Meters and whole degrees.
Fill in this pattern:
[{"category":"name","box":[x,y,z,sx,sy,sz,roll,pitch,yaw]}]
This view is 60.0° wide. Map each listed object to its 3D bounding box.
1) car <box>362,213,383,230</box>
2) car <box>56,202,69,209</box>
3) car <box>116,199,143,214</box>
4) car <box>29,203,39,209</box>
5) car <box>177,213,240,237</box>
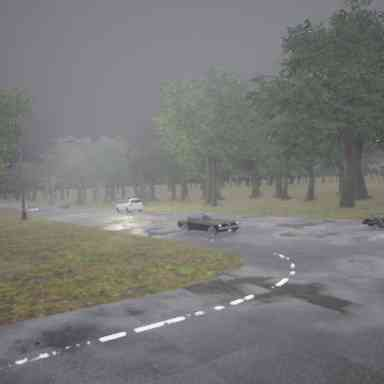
[{"category":"car","box":[12.423,1.383,18.361,2.033,1.411,5.357,-3,0,-36]},{"category":"car","box":[-30.005,3.116,76.828,2.033,1.411,5.357,-4,1,-36]},{"category":"car","box":[-9.071,2.023,47.929,2.150,2.045,5.566,-4,1,-36]},{"category":"car","box":[-40.927,3.549,85.913,2.128,1.511,4.902,-4,1,-34]},{"category":"car","box":[1.007,2.094,22.170,1.895,1.301,4.718,-4,1,-36]}]
